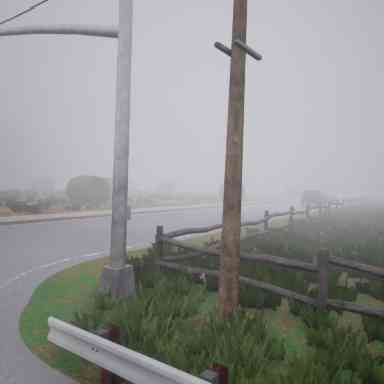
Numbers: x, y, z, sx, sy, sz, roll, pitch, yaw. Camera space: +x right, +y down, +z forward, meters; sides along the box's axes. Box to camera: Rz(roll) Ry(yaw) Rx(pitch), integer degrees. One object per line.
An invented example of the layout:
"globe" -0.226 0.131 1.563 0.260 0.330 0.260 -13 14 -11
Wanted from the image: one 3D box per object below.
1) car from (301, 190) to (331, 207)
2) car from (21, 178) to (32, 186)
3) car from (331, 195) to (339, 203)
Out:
"car" 15.387 0.808 41.845 2.150 2.045 5.566 3 2 34
"car" -39.205 -2.341 79.244 1.905 1.878 3.866 8 2 -13
"car" 21.138 1.131 50.744 1.994 1.385 4.181 3 2 33
